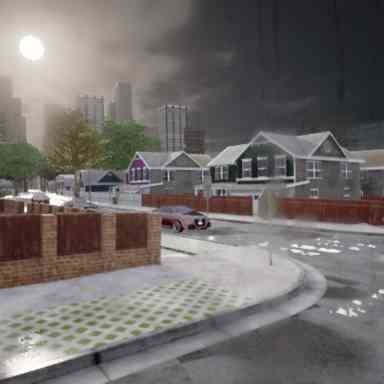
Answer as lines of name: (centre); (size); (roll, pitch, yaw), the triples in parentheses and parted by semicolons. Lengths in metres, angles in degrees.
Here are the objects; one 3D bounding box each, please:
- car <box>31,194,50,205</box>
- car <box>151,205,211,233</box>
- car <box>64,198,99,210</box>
car: (-21.097, 1.042, 46.224); (1.882, 1.535, 5.008); (-2, 1, -33)
car: (-0.860, 1.433, 18.919); (1.994, 1.385, 4.181); (-2, 2, -40)
car: (-10.323, 1.280, 30.694); (2.033, 1.411, 5.357); (-2, 2, -37)
